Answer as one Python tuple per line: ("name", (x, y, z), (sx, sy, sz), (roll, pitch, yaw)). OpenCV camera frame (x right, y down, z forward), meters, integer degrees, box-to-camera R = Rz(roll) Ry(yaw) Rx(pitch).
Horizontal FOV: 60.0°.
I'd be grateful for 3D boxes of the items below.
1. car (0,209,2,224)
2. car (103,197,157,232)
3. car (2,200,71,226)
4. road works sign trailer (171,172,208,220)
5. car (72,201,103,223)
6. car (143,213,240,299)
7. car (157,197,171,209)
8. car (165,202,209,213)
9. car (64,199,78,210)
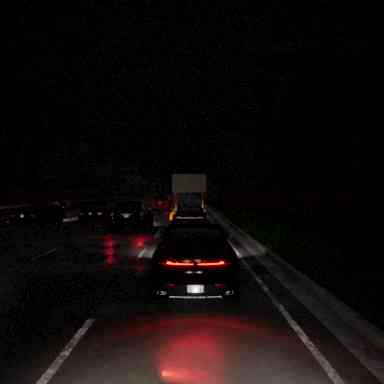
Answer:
("car", (-14.070, 1.502, 21.894), (1.837, 1.490, 4.892), (0, 0, -1))
("car", (-3.552, 1.349, 19.988), (2.097, 1.767, 4.553), (0, 0, -1))
("car", (-10.595, 1.544, 23.228), (2.033, 1.411, 5.357), (0, 0, -1))
("road works sign trailer", (-0.191, 0.462, 22.687), (2.380, 3.560, 2.880), (0, 0, -3))
("car", (-7.112, 1.544, 25.642), (2.033, 1.411, 5.357), (0, 0, 0))
("car", (0.045, 1.504, 8.427), (1.837, 1.490, 4.892), (0, 0, 0))
("car", (-3.739, 1.351, 40.640), (2.097, 1.767, 4.553), (0, 0, -1))
("car", (-0.073, 1.486, 18.817), (2.128, 1.511, 4.902), (0, 0, 1))
("car", (-14.223, 1.521, 39.004), (1.812, 1.442, 4.674), (0, 0, 0))
